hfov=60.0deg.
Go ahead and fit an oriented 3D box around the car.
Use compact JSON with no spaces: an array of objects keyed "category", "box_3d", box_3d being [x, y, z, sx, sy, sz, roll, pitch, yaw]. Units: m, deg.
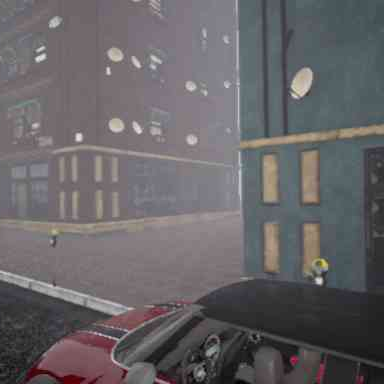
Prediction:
[{"category":"car","box_3d":[0.484,1.441,2.549,4.097,1.590,1.967,0,-1,36]}]
